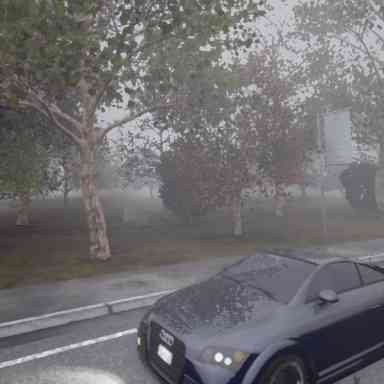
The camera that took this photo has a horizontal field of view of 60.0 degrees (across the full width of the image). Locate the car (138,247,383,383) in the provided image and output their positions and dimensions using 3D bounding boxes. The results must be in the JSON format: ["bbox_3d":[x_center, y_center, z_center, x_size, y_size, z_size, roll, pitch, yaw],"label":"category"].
[{"bbox_3d":[1.382,1.539,4.642,4.181,1.385,1.994,0,0,-33],"label":"car"}]
